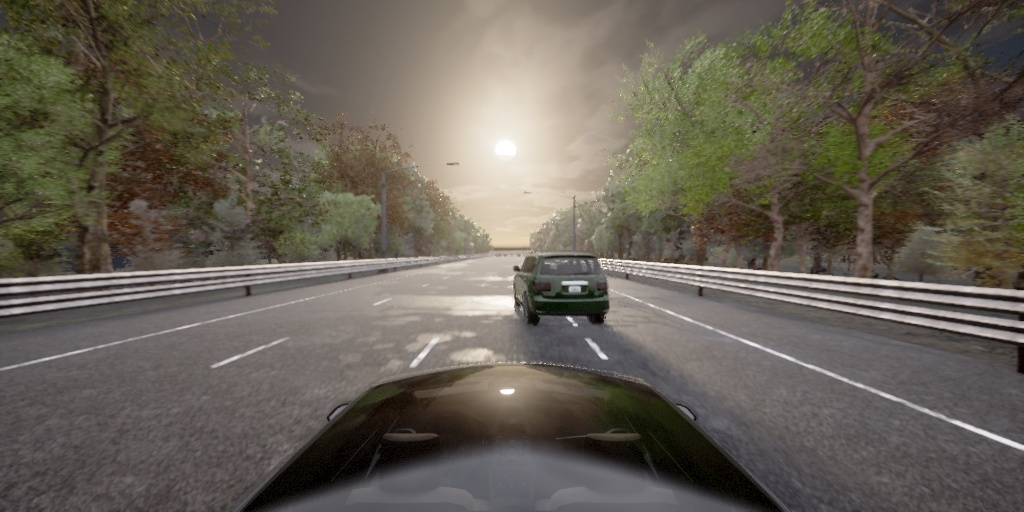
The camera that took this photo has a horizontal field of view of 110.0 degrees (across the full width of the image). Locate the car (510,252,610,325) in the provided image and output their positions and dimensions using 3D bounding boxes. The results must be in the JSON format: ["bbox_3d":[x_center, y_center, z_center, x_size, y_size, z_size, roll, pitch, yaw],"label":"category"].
[{"bbox_3d":[1.315,0.895,11.543,2.150,2.045,5.566,0,0,-5],"label":"car"}]
